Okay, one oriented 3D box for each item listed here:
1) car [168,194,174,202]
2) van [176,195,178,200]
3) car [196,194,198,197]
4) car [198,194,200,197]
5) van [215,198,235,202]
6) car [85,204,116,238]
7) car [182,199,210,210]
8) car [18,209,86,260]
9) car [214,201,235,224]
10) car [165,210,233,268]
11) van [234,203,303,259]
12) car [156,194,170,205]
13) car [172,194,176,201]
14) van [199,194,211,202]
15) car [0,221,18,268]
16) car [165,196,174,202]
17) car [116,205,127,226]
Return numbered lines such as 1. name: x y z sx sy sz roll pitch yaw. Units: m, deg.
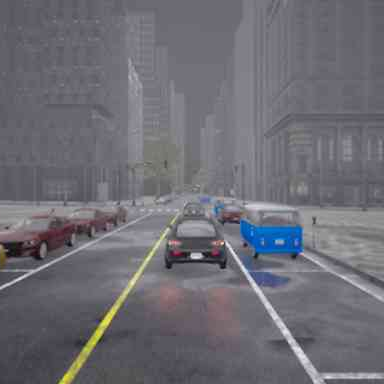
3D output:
1. car: -5.643 1.696 72.225 1.887 1.381 4.507 0 0 0
2. van: -5.608 1.554 93.381 1.690 1.788 3.998 0 0 0
3. car: 2.909 1.750 88.681 2.008 1.369 4.403 0 0 0
4. car: 2.891 1.713 77.855 1.887 1.381 4.507 0 0 0
5. van: 2.826 1.393 29.045 1.690 1.788 3.998 0 0 0
6. car: -5.747 1.575 18.026 1.887 1.381 4.507 0 0 0
7. car: 0.144 1.597 28.101 2.033 1.411 5.357 0 0 0
8. car: -5.755 1.565 12.501 1.887 1.381 4.507 0 0 0
9. car: 2.816 1.586 23.519 1.887 1.381 4.507 0 0 0
10. car: 0.117 1.544 11.227 1.812 1.442 4.674 0 0 0
11. van: 2.796 1.363 12.470 1.690 1.788 3.998 0 0 0
12. car: -5.667 1.649 61.475 1.752 1.417 4.829 0 0 0
13. car: -5.634 1.481 77.515 2.192 1.841 5.009 0 0 0
14. van: 2.874 1.480 67.029 1.690 1.788 3.998 0 0 0
15. car: -5.763 1.536 6.806 1.752 1.417 4.829 0 0 0
16. car: -5.626 1.732 82.803 2.008 1.369 4.403 0 0 0
17. car: -5.739 1.585 23.552 1.887 1.381 4.507 0 0 0
